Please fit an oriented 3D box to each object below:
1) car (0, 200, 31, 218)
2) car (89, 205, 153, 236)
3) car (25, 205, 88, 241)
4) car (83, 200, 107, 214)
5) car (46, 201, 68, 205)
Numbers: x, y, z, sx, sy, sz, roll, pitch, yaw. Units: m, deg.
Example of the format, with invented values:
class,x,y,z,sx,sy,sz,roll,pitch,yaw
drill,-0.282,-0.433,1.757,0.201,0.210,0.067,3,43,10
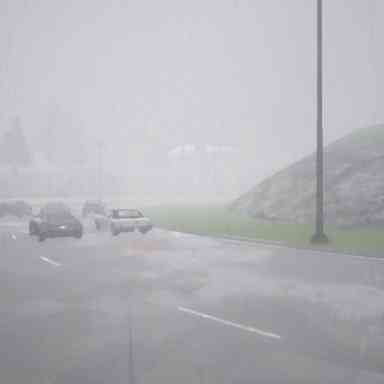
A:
class,x,y,z,sx,sy,sz,roll,pitch,yaw
car,-16.183,1.514,30.547,1.837,1.490,4.892,0,0,-11
car,-4.008,1.614,18.700,1.895,1.301,4.718,0,0,-33
car,-6.937,1.570,16.785,1.994,1.385,4.181,0,0,-33
car,-9.315,1.514,31.903,1.837,1.490,4.892,0,0,-11
car,-12.749,1.570,31.225,1.994,1.385,4.181,0,0,-11
